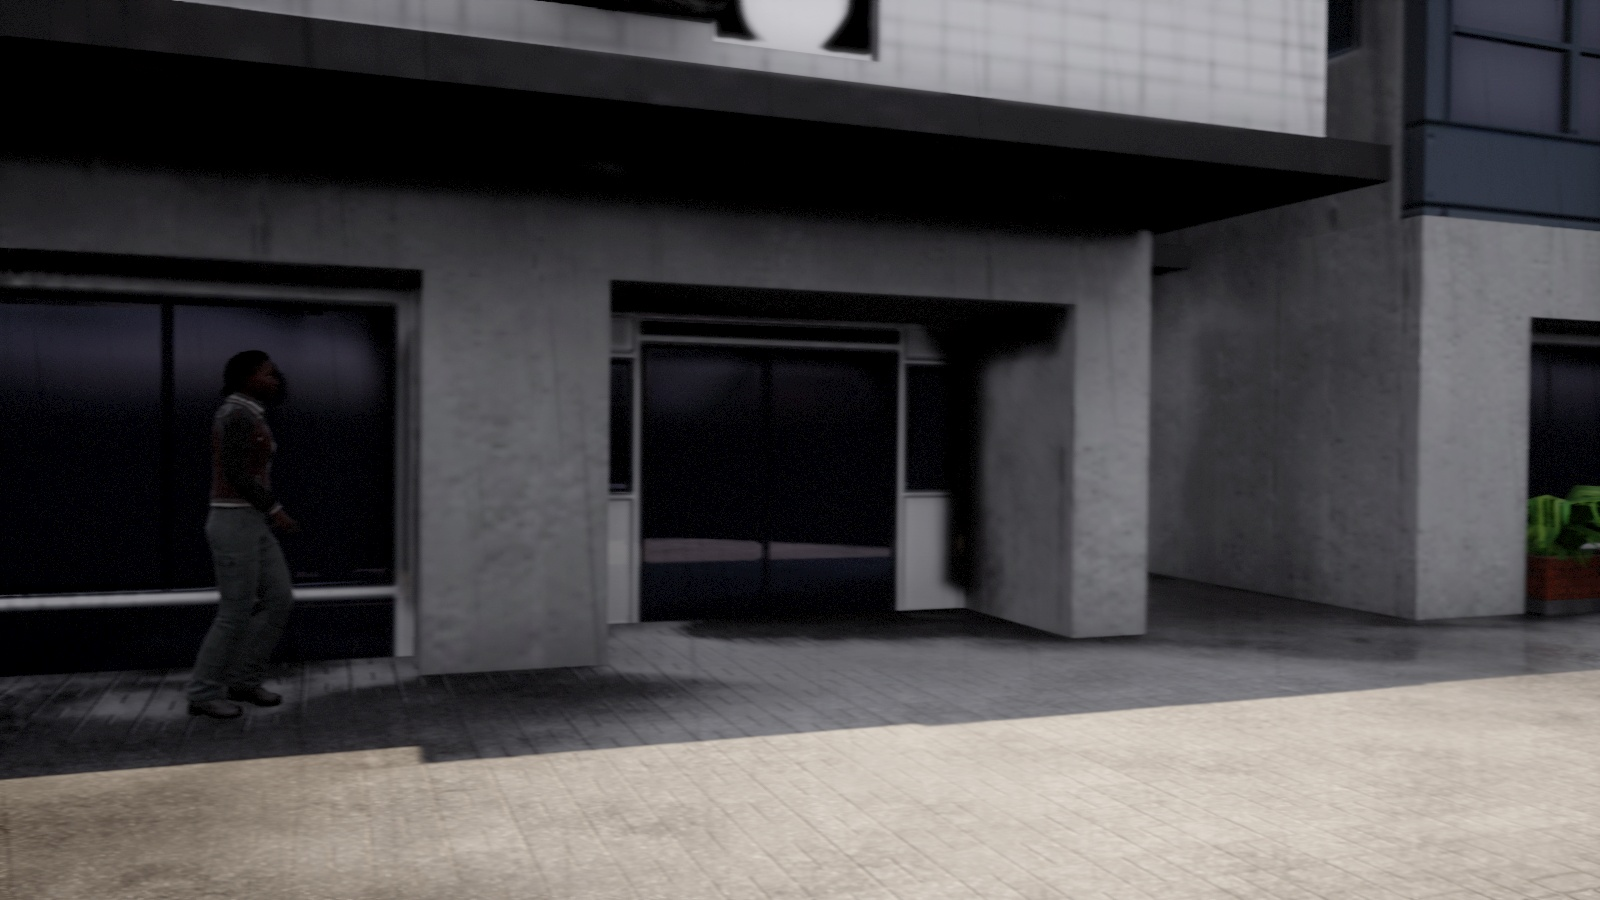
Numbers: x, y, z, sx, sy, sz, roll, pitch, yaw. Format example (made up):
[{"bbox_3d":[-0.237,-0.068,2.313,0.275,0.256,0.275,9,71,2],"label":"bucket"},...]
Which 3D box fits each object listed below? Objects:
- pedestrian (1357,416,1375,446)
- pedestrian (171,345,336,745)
[{"bbox_3d":[36.931,-1.225,81.903,0.659,1.952,0.873,-1,1,-22],"label":"pedestrian"},{"bbox_3d":[-2.729,0.452,6.319,0.666,1.930,0.402,-1,1,-13],"label":"pedestrian"}]
